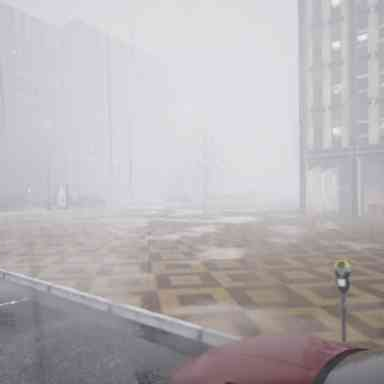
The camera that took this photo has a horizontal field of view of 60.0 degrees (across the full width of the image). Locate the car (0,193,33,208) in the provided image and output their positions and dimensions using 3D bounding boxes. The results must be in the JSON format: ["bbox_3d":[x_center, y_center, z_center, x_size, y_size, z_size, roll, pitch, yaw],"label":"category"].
[{"bbox_3d":[-21.960,1.011,38.927,2.192,1.841,5.009,0,0,36],"label":"car"}]

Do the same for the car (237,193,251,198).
[{"bbox_3d":[13.704,0.826,88.174,1.947,1.339,4.313,0,0,36],"label":"car"}]

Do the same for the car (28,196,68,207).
[{"bbox_3d":[-18.717,1.199,43.406,1.887,1.381,4.507,0,0,36],"label":"car"}]

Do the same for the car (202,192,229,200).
[{"bbox_3d":[4.280,0.923,60.873,2.008,1.369,4.403,0,0,36],"label":"car"}]

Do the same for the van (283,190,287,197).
[{"bbox_3d":[23.731,0.485,87.734,1.690,1.788,3.998,0,0,36],"label":"van"}]

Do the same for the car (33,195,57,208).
[{"bbox_3d":[-16.957,1.138,41.430,1.837,1.490,4.892,-1,0,36],"label":"car"}]

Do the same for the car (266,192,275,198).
[{"bbox_3d":[17.248,0.769,78.780,2.008,1.369,4.403,0,0,36],"label":"car"}]

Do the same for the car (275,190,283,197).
[{"bbox_3d":[20.491,0.763,83.257,1.802,1.307,4.206,0,0,36],"label":"car"}]

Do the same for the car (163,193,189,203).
[{"bbox_3d":[-2.205,0.891,51.919,1.967,1.590,4.097,0,0,36],"label":"car"}]

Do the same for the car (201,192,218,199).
[{"bbox_3d":[3.977,0.814,74.742,1.967,1.590,4.097,0,0,36],"label":"car"}]

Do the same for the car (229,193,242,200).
[{"bbox_3d":[7.522,0.878,65.350,1.887,1.381,4.507,0,0,36],"label":"car"}]

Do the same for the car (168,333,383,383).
[{"bbox_3d":[1.812,1.548,1.698,4.507,1.381,1.887,0,-1,36],"label":"car"}]

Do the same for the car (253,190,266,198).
[{"bbox_3d":[14.005,0.571,74.302,2.192,1.841,5.009,0,0,36],"label":"car"}]

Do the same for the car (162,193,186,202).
[{"bbox_3d":[-3.182,0.986,60.318,1.812,1.442,4.674,-1,0,36],"label":"car"}]

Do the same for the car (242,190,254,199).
[{"bbox_3d":[10.764,0.876,69.827,1.802,1.307,4.206,0,0,36],"label":"car"}]

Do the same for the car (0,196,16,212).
[{"bbox_3d":[-18.414,1.241,29.535,1.802,1.307,4.206,0,0,36],"label":"car"}]

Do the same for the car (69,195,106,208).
[{"bbox_3d":[-11.931,1.015,38.488,1.967,1.590,4.097,0,0,36],"label":"car"}]
